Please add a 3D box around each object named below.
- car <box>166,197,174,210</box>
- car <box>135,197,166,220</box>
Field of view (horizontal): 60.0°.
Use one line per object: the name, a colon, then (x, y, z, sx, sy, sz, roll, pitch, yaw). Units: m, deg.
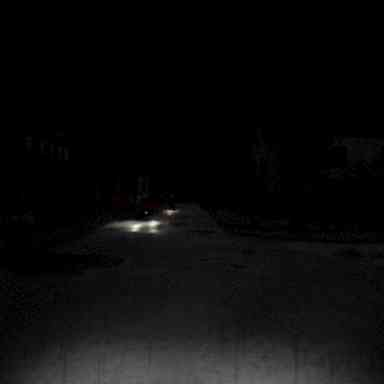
car: (-4.050, 1.731, 52.182, 2.150, 2.045, 5.566, 0, -1, 1)
car: (-4.100, 1.539, 32.493, 2.150, 2.045, 5.566, 0, -1, 0)
